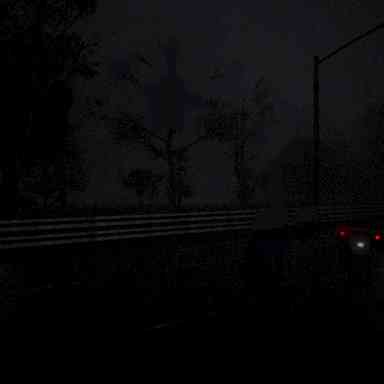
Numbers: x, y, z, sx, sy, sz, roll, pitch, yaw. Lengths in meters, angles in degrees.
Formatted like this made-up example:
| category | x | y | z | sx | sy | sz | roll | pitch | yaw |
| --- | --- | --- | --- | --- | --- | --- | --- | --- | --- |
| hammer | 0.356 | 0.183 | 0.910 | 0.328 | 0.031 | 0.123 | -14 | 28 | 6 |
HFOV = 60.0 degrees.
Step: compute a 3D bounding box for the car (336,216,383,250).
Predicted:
| category | x | y | z | sx | sy | sz | roll | pitch | yaw |
| --- | --- | --- | --- | --- | --- | --- | --- | --- | --- |
| car | 7.924 | 1.602 | 13.223 | 4.718 | 1.301 | 1.895 | 0 | 0 | -34 |
